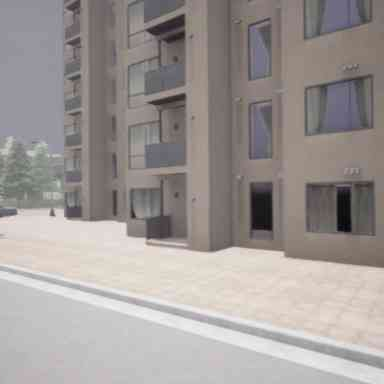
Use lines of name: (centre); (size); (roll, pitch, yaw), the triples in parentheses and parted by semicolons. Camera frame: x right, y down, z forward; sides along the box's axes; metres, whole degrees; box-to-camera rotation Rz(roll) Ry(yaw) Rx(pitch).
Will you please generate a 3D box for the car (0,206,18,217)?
car: (-19.963, 1.955, 33.652); (1.994, 1.385, 4.181); (-1, -1, 36)
